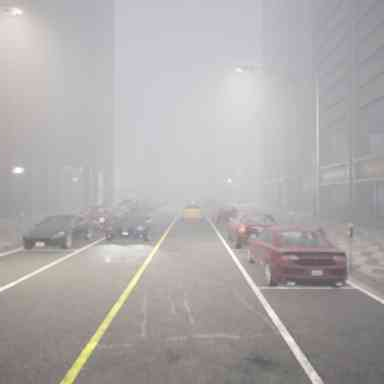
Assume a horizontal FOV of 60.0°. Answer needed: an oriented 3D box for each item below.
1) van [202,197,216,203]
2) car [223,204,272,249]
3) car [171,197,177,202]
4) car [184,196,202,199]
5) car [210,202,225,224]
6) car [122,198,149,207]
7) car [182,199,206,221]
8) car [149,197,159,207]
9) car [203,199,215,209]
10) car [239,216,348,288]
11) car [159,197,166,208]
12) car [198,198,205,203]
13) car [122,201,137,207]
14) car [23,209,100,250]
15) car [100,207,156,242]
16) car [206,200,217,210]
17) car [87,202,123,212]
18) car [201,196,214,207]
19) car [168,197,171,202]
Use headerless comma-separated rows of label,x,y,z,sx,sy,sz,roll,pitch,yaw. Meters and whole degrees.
van,2.709,1.678,48.732,1.690,1.788,3.998,1,0,0
car,2.687,1.546,14.985,1.967,1.590,4.097,1,0,0
car,-5.793,2.217,92.582,1.802,1.307,4.206,1,0,0
car,0.036,1.873,53.474,2.163,1.488,4.792,0,0,0
car,2.693,1.729,26.232,1.887,1.381,4.507,1,0,0
car,-5.827,1.537,31.856,2.192,1.841,5.009,1,0,0
car,0.065,1.657,28.922,1.801,1.575,5.366,0,0,1
car,-5.821,1.738,43.103,1.967,1.590,4.097,1,0,0
car,2.710,1.901,54.525,1.752,1.417,4.829,1,0,0
car,2.683,1.612,9.359,1.887,1.381,4.507,1,0,0
car,-5.816,1.956,54.350,1.802,1.307,4.206,1,0,0
car,2.732,2.217,92.585,1.802,1.307,4.206,1,0,0
car,-5.833,1.707,26.060,1.752,1.417,4.829,1,0,0
car,-5.840,1.671,14.981,1.947,1.339,4.313,1,0,0
car,-2.993,1.685,16.905,1.994,1.385,4.181,0,0,0
car,2.696,1.773,31.857,2.008,1.369,4.403,1,0,0
car,-5.835,1.585,20.606,1.967,1.590,4.097,1,0,0
car,2.716,1.728,59.981,2.192,1.841,5.009,1,0,0
car,-5.809,1.995,65.599,1.887,1.381,4.507,1,0,0
